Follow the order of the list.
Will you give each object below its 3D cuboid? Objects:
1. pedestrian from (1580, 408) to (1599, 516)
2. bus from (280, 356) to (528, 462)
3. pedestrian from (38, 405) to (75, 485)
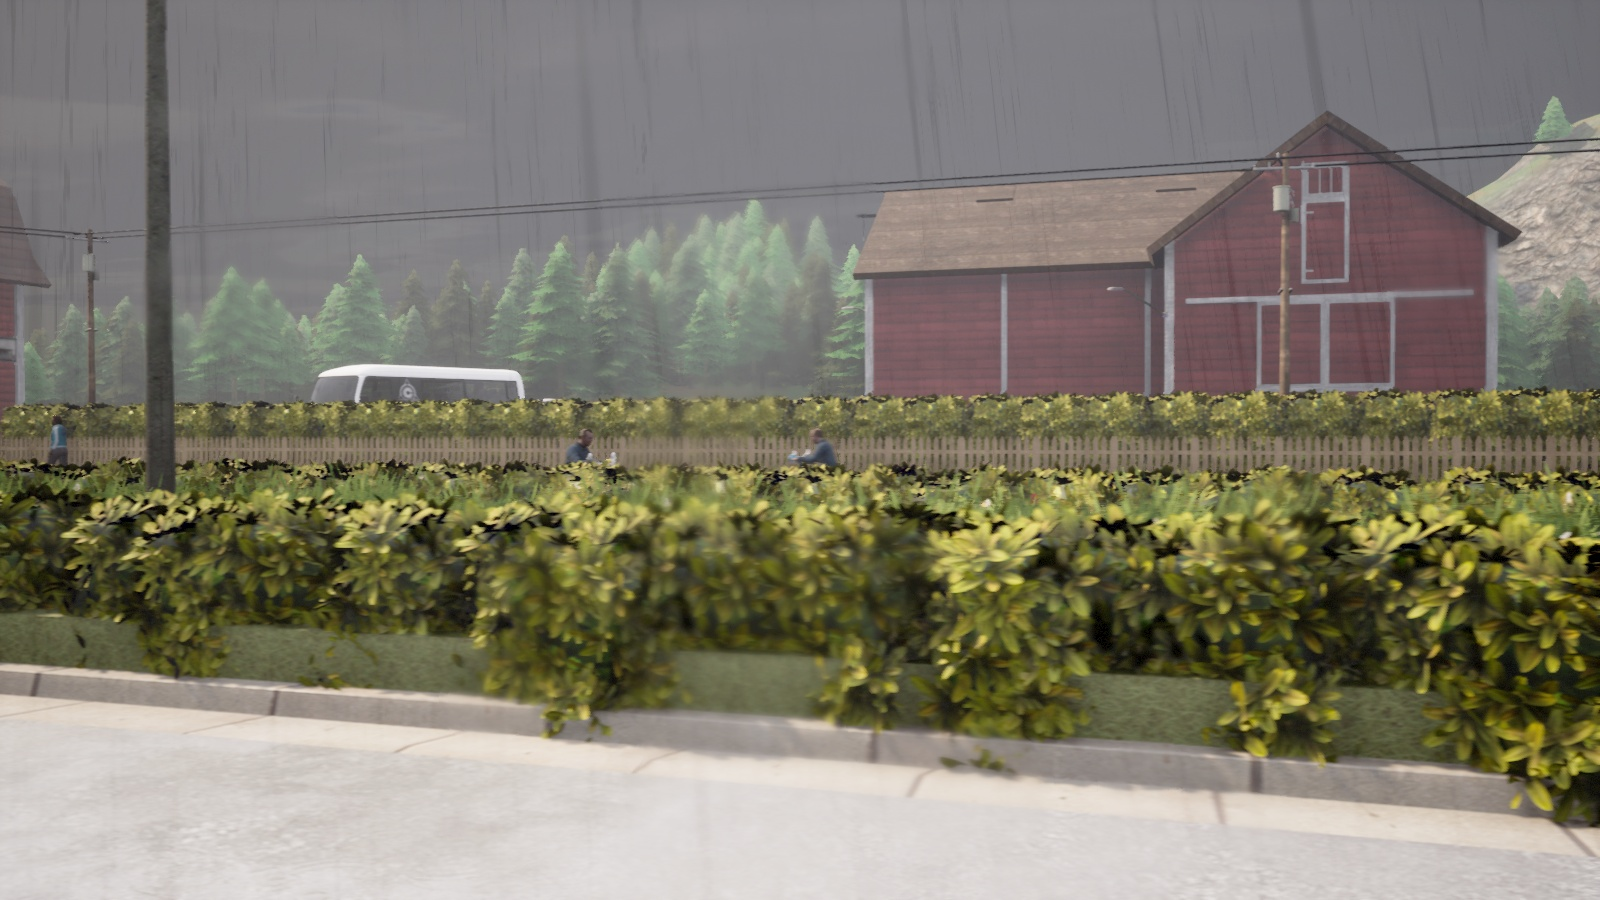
[{"bbox_3d":[13.662,0.207,21.093,0.869,1.805,0.328,1,1,16],"label":"pedestrian"},{"bbox_3d":[-17.348,-1.747,56.017,3.944,4.253,10.273,1,1,34],"label":"bus"},{"bbox_3d":[-18.163,-0.119,30.682,0.692,1.930,0.396,0,1,11],"label":"pedestrian"}]
